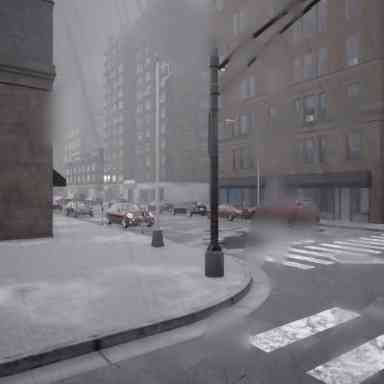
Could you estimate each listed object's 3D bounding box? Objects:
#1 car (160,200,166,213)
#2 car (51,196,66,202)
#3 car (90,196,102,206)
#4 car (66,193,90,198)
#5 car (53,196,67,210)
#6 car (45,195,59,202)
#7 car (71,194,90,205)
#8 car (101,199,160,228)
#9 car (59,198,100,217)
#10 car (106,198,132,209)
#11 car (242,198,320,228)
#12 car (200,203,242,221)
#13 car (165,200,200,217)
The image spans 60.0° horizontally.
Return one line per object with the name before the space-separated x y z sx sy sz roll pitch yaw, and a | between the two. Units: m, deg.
car | -3.507 1.529 35.726 2.008 1.369 4.403 0 0 -35
car | -28.947 1.478 71.857 2.008 1.369 4.403 0 0 -35
car | -15.977 1.457 53.936 1.837 1.490 4.892 0 0 -35
car | -18.187 1.175 51.782 2.150 2.045 5.566 0 0 -35
car | -16.827 1.511 39.835 1.887 1.381 4.507 0 0 -35
car | -32.127 1.471 76.374 2.008 1.369 4.403 0 0 -35
car | -20.017 1.298 59.616 2.097 1.767 4.553 0 0 -35
car | -4.103 1.430 21.763 1.967 1.590 4.097 0 0 -35
car | -10.465 1.530 30.799 2.008 1.369 4.403 0 0 -35
car | -9.867 1.532 44.759 1.947 1.339 4.313 0 0 -35
car | 6.033 1.309 22.176 2.192 1.841 5.009 0 0 -35
car | 2.853 1.571 26.693 1.802 1.307 4.206 0 0 -35
car | -0.327 1.550 31.209 1.947 1.339 4.313 0 0 -35
